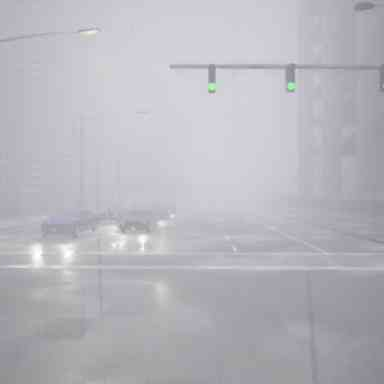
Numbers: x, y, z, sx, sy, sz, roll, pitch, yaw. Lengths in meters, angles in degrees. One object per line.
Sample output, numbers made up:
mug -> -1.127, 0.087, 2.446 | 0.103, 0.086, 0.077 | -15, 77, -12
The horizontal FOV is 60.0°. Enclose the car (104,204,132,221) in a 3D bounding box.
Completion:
car -> -6.717, 1.901, 28.659 | 1.895, 1.301, 4.718 | 0, -1, 1

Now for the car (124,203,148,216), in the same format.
car -> -6.452, 2.006, 38.663 | 1.895, 1.301, 4.718 | 0, -1, 2

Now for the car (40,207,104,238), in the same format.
car -> -6.944, 1.681, 19.321 | 1.882, 1.535, 5.008 | 0, -1, 1

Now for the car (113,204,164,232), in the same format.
car -> -3.383, 1.780, 22.085 | 2.033, 1.411, 5.357 | 0, -1, 1

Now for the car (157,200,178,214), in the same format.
car -> -2.875, 1.996, 41.273 | 1.994, 1.385, 4.181 | 0, -1, 2

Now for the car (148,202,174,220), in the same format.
car -> -3.130, 1.892, 31.314 | 1.994, 1.385, 4.181 | 0, -1, 3

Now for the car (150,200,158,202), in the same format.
car -> -5.992, 2.051, 53.386 | 2.128, 1.511, 4.902 | 0, -1, 2
